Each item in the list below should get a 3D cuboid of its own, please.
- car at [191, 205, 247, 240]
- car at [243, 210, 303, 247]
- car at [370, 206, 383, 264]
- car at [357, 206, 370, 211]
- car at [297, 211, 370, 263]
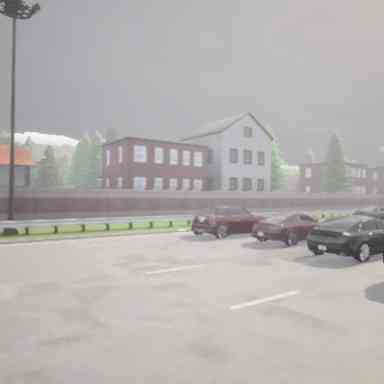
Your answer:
[{"bbox_3d":[2.248,1.513,18.319,4.553,1.767,2.097,1,-1,-35],"label":"car"},{"bbox_3d":[4.901,1.697,15.903,4.674,1.442,1.812,1,0,-35],"label":"car"},{"bbox_3d":[7.481,1.371,9.168,5.566,2.045,2.150,1,0,-35],"label":"car"},{"bbox_3d":[15.084,1.894,27.469,4.674,1.442,1.812,1,0,-35],"label":"car"},{"bbox_3d":[6.410,1.669,12.689,4.892,1.490,1.837,0,0,-35],"label":"car"}]
